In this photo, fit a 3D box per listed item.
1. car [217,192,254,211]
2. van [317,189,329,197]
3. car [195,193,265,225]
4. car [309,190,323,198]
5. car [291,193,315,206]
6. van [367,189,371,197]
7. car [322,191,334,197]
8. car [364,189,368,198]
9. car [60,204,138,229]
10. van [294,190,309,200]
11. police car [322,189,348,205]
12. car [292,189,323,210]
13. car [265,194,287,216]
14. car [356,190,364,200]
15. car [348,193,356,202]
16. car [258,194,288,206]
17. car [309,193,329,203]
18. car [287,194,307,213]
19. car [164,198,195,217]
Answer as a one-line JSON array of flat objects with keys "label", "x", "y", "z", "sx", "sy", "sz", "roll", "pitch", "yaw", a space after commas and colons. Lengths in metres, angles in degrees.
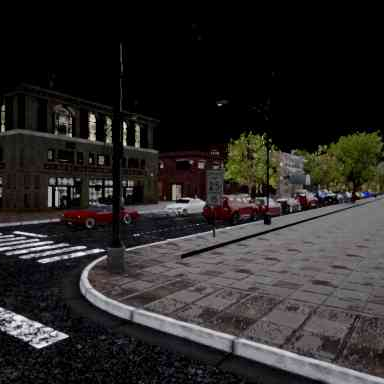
[{"label": "car", "x": 4.729, "y": 0.933, "z": 35.389, "sx": 2.097, "sy": 1.767, "sz": 4.553, "roll": 1, "pitch": 1, "yaw": 35}, {"label": "van", "x": 30.298, "y": 0.297, "z": 77.142, "sx": 1.690, "sy": 1.788, "sz": 3.998, "roll": 1, "pitch": 2, "yaw": 34}, {"label": "car", "x": 2.669, "y": 1.093, "z": 22.164, "sx": 2.192, "sy": 1.841, "sz": 5.009, "roll": 1, "pitch": 1, "yaw": 34}, {"label": "car", "x": 27.157, "y": 0.465, "z": 72.578, "sx": 1.967, "sy": 1.590, "sz": 4.097, "roll": 1, "pitch": 2, "yaw": 34}, {"label": "car", "x": 14.988, "y": 0.970, "z": 44.754, "sx": 1.812, "sy": 1.442, "sz": 4.674, "roll": 1, "pitch": 1, "yaw": 35}, {"label": "van", "x": 40.351, "y": 0.301, "z": 76.974, "sx": 1.690, "sy": 1.788, "sz": 3.998, "roll": 1, "pitch": 2, "yaw": 34}, {"label": "car", "x": 33.436, "y": 0.437, "z": 81.715, "sx": 2.008, "sy": 1.369, "sz": 4.403, "roll": 1, "pitch": 2, "yaw": 34}, {"label": "car", "x": 34.165, "y": 0.622, "z": 67.983, "sx": 1.752, "sy": 1.417, "sz": 4.829, "roll": 1, "pitch": 2, "yaw": 34}, {"label": "car", "x": -5.583, "y": 1.401, "z": 20.401, "sx": 1.895, "sy": 1.301, "sz": 4.718, "roll": 1, "pitch": 1, "yaw": 34}, {"label": "van", "x": 20.877, "y": 0.504, "z": 63.440, "sx": 1.690, "sy": 1.788, "sz": 3.998, "roll": 1, "pitch": 2, "yaw": 34}, {"label": "police car", "x": 19.838, "y": 0.847, "z": 46.376, "sx": 1.930, "sy": 1.638, "sz": 5.238, "roll": 1, "pitch": 1, "yaw": 35}, {"label": "car", "x": 12.090, "y": 0.892, "z": 35.867, "sx": 2.192, "sy": 1.841, "sz": 5.009, "roll": 1, "pitch": 2, "yaw": 34}, {"label": "car", "x": 5.808, "y": 1.152, "z": 26.734, "sx": 1.967, "sy": 1.590, "sz": 4.097, "roll": 1, "pitch": 2, "yaw": 34}, {"label": "car", "x": 30.928, "y": 0.750, "z": 63.277, "sx": 1.802, "sy": 1.307, "sz": 4.206, "roll": 1, "pitch": 2, "yaw": 34}, {"label": "car", "x": 23.707, "y": 0.690, "z": 52.040, "sx": 2.097, "sy": 1.767, "sz": 4.553, "roll": 1, "pitch": 1, "yaw": 35}, {"label": "car", "x": 10.766, "y": 1.000, "z": 44.117, "sx": 2.033, "sy": 1.411, "sz": 5.357, "roll": 1, "pitch": 1, "yaw": 35}, {"label": "car", "x": 19.997, "y": 0.860, "z": 52.139, "sx": 1.812, "sy": 1.442, "sz": 4.674, "roll": 1, "pitch": 1, "yaw": 35}, {"label": "car", "x": 8.947, "y": 1.195, "z": 31.305, "sx": 2.008, "sy": 1.369, "sz": 4.403, "roll": 1, "pitch": 2, "yaw": 34}, {"label": "car", "x": -0.400, "y": 1.216, "z": 27.944, "sx": 1.812, "sy": 1.442, "sz": 4.674, "roll": 1, "pitch": 1, "yaw": 35}]
